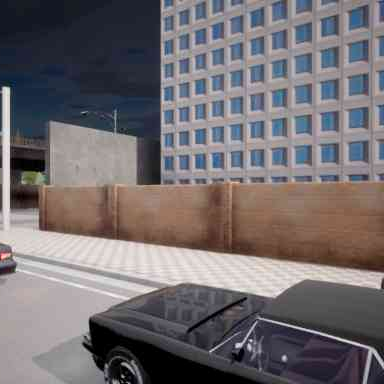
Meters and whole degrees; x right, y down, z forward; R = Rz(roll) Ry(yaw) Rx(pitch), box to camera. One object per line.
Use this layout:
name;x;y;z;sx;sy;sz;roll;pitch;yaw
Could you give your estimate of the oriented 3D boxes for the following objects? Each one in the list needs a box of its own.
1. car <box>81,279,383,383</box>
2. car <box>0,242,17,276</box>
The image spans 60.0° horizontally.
car;1.059;1.601;3.229;4.718;1.301;1.895;0;0;36
car;-6.747;1.547;8.804;5.357;1.411;2.033;0;0;36
